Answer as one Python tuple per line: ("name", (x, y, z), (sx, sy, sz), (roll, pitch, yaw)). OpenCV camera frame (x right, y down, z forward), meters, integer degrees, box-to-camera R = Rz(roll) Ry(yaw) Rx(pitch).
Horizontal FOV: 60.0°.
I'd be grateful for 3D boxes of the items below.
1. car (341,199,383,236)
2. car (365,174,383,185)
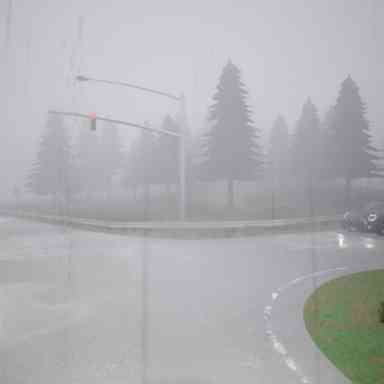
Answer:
("car", (9.947, 1.134, 17.042), (4.553, 1.767, 2.097), (-2, 1, -21))
("car", (28.020, -2.140, 51.213), (2.150, 2.045, 5.566), (0, 5, 25))
